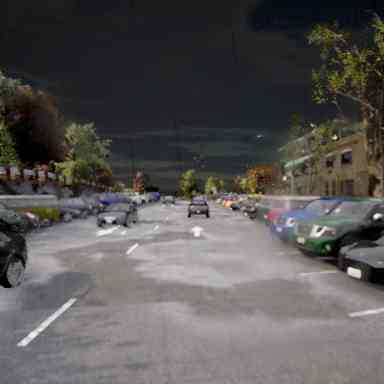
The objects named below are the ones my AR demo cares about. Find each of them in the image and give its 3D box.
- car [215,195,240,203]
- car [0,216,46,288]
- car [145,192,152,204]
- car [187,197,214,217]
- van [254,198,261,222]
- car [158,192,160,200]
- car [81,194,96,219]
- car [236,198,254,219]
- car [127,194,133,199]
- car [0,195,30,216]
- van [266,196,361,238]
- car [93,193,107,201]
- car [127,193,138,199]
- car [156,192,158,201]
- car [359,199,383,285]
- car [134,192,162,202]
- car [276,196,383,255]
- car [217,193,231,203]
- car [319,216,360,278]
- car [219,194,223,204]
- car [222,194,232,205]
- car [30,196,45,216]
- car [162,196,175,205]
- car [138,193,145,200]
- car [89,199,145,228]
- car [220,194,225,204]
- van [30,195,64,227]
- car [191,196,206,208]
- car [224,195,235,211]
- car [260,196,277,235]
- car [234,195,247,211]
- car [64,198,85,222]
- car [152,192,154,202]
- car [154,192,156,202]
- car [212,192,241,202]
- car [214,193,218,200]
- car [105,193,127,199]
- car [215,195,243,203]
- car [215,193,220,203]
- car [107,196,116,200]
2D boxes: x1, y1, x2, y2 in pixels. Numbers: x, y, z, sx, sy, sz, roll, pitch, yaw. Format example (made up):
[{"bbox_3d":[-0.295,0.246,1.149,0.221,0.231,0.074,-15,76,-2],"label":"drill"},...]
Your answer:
[{"bbox_3d":[7.224,1.421,67.754,4.674,1.452,2.002,1,0,-19],"label":"car"},{"bbox_3d":[-5.048,1.471,6.412,2.128,1.511,4.902,0,0,1],"label":"car"},{"bbox_3d":[-9.961,1.116,54.363,5.566,2.045,2.435,-1,0,-19],"label":"car"},{"bbox_3d":[0.603,1.442,30.368,2.128,1.511,4.902,0,0,1],"label":"car"},{"bbox_3d":[6.425,1.244,20.463,4.442,1.987,1.878,1,0,-19],"label":"van"},{"bbox_3d":[-9.700,1.340,69.459,4.892,1.521,2.231,-1,0,-19],"label":"car"},{"bbox_3d":[-10.471,1.292,27.155,4.553,1.767,2.185,-1,0,-19],"label":"car"},{"bbox_3d":[6.425,1.460,26.332,4.892,1.521,2.231,1,0,-19],"label":"car"},{"bbox_3d":[-10.100,1.391,39.305,5.366,1.575,1.946,-1,0,-19],"label":"car"},{"bbox_3d":[-10.722,1.186,15.088,5.566,2.045,2.435,-1,0,-19],"label":"car"},{"bbox_3d":[6.367,1.249,17.505,4.442,1.987,1.878,1,0,-19],"label":"van"},{"bbox_3d":[-10.421,1.287,30.184,4.553,1.767,2.185,-1,0,-19],"label":"car"},{"bbox_3d":[-10.187,1.138,42.270,5.566,2.045,2.435,-1,0,-19],"label":"car"},{"bbox_3d":[-9.723,1.218,66.445,4.553,1.767,2.185,-1,0,-19],"label":"car"},{"bbox_3d":[6.052,1.241,5.647,5.566,2.045,2.435,1,0,-19],"label":"car"},{"bbox_3d":[-9.660,1.082,72.463,5.566,2.045,2.435,-1,0,-19],"label":"car"},{"bbox_3d":[6.120,1.231,11.531,5.566,2.045,2.435,1,0,-19],"label":"car"},{"bbox_3d":[6.879,1.414,50.013,5.008,1.535,2.097,1,0,-19],"label":"car"},{"bbox_3d":[6.066,1.516,8.566,4.792,1.488,2.163,1,0,-19],"label":"car"},{"bbox_3d":[6.996,1.420,47.114,5.366,1.575,1.946,1,0,-19],"label":"car"},{"bbox_3d":[6.881,1.431,41.198,5.366,1.575,1.946,1,0,-19],"label":"car"},{"bbox_3d":[-10.717,1.308,18.087,4.553,1.767,2.185,-1,0,-19],"label":"car"},{"bbox_3d":[-4.017,1.412,58.122,1.812,1.442,4.674,0,0,2],"label":"car"},{"bbox_3d":[-10.133,1.128,48.298,5.566,2.045,2.435,-1,0,-19],"label":"car"},{"bbox_3d":[-4.726,1.447,21.753,2.128,1.511,4.902,0,0,2],"label":"car"},{"bbox_3d":[6.767,1.425,44.085,5.008,1.535,2.097,1,0,-19],"label":"car"},{"bbox_3d":[-10.736,1.204,21.071,4.442,1.987,1.878,-1,0,-19],"label":"van"},{"bbox_3d":[0.919,1.398,46.874,1.882,1.535,5.008,0,0,1],"label":"car"},{"bbox_3d":[6.629,1.466,38.156,4.792,1.488,2.163,1,0,-19],"label":"car"},{"bbox_3d":[6.178,1.226,14.490,5.566,2.045,2.435,1,0,-19],"label":"car"},{"bbox_3d":[6.514,1.328,29.306,4.553,1.767,2.185,1,0,-19],"label":"car"},{"bbox_3d":[-10.573,1.424,24.136,4.892,1.521,2.231,-1,0,-19],"label":"car"},{"bbox_3d":[-9.894,1.231,60.382,4.553,1.767,2.185,-1,0,-19],"label":"car"},{"bbox_3d":[-9.842,1.225,63.409,4.553,1.767,2.185,-1,0,-19],"label":"car"},{"bbox_3d":[7.309,1.124,70.729,5.566,2.045,2.435,1,0,-19],"label":"car"},{"bbox_3d":[6.882,1.392,58.813,5.366,1.575,1.946,1,0,-19],"label":"car"},{"bbox_3d":[-10.363,1.150,36.209,5.566,2.045,2.435,-1,0,-19],"label":"car"},{"bbox_3d":[7.173,1.388,64.797,4.892,1.521,2.231,1,0,-19],"label":"car"},{"bbox_3d":[6.998,1.405,55.928,4.892,1.521,2.231,1,0,-19],"label":"car"},{"bbox_3d":[-10.360,1.436,33.208,4.792,1.488,2.163,-1,0,-19],"label":"car"}]
